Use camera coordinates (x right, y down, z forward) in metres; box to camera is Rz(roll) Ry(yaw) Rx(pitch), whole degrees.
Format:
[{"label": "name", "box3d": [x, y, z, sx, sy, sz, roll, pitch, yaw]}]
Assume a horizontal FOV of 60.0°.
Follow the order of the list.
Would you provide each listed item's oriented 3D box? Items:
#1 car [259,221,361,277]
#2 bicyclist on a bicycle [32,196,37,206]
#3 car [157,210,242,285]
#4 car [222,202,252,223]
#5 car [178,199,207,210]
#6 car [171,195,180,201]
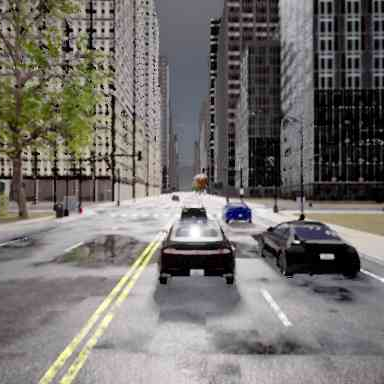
[{"label": "car", "box3d": [3.359, 1.573, 10.265, 1.994, 1.385, 4.181, 0, 0, 0]}, {"label": "bicyclist on a bicycle", "box3d": [-25.098, 1.423, 53.035, 0.582, 1.620, 1.656, 0, -1, 2]}, {"label": "car", "box3d": [0.109, 1.500, 9.481, 2.128, 1.511, 4.902, 0, 0, 0]}, {"label": "car", "box3d": [3.378, 1.494, 25.573, 1.882, 1.535, 5.008, 0, 0, 0]}, {"label": "car", "box3d": [0.127, 1.504, 25.061, 2.128, 1.511, 4.902, 0, 0, 0]}, {"label": "car", "box3d": [-4.064, 1.478, 82.432, 1.882, 1.535, 5.008, 0, 0, -1]}]
